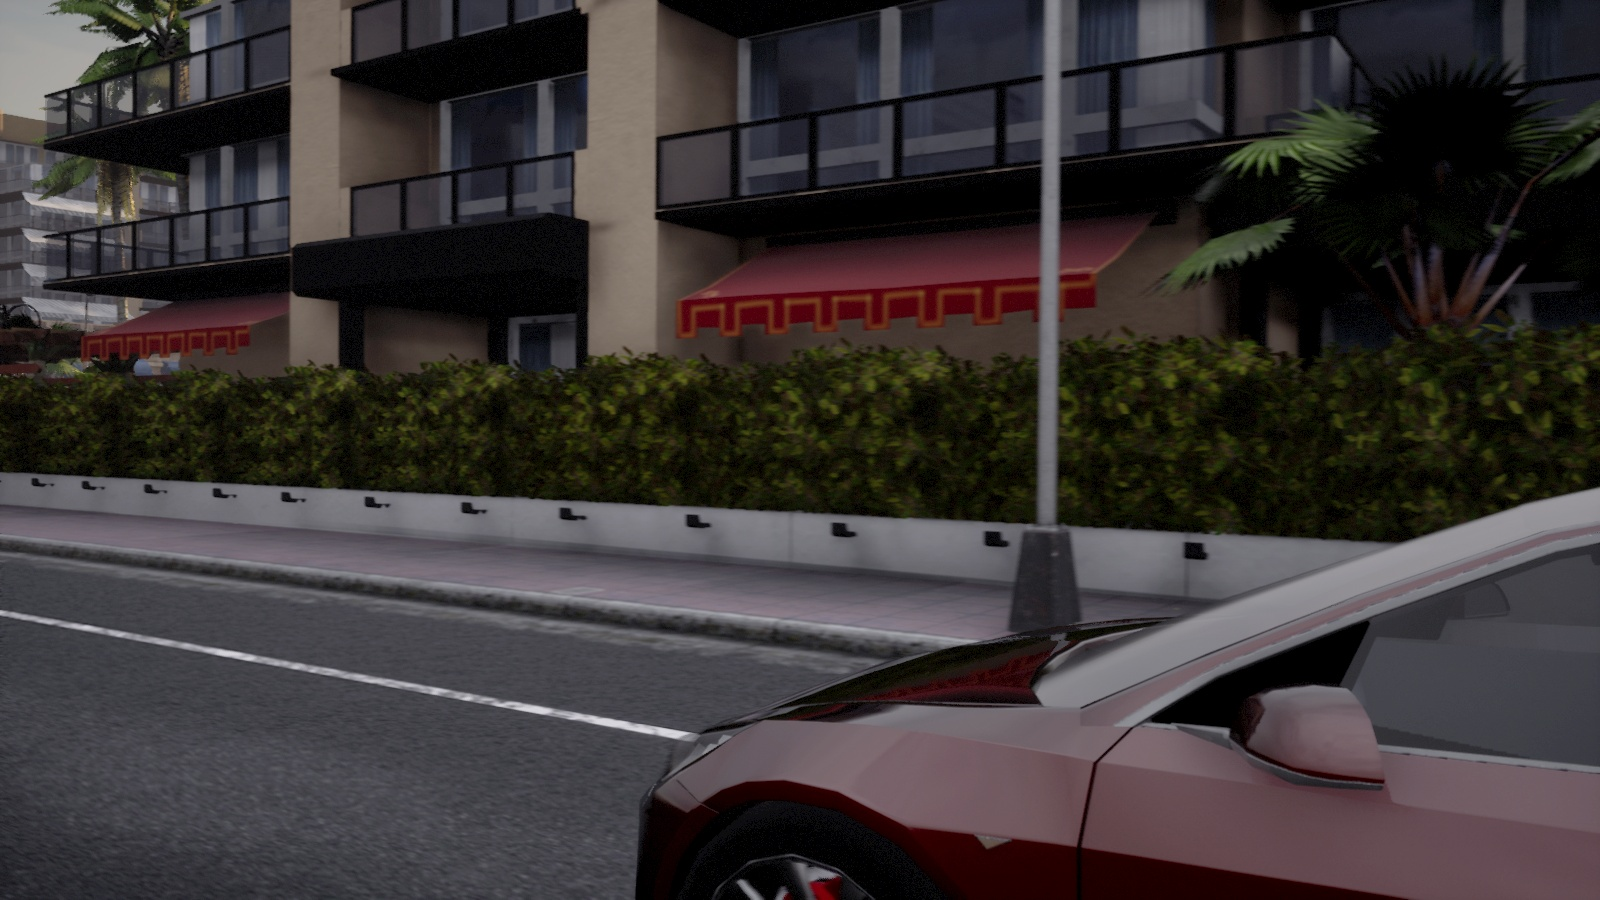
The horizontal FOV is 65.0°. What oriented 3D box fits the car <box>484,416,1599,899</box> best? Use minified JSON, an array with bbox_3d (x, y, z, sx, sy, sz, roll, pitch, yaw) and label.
[{"bbox_3d":[1.902,0.682,2.360,4.792,1.488,2.163,0,1,34],"label":"car"}]
